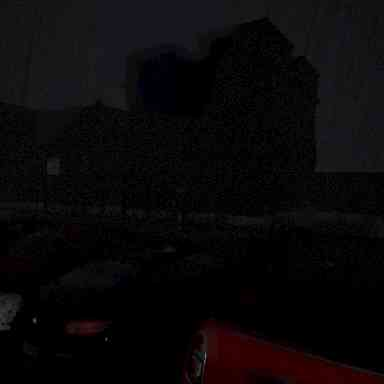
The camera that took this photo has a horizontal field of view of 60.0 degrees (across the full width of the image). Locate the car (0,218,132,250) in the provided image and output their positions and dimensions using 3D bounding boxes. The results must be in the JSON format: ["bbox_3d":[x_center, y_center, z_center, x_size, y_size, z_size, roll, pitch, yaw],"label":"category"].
[{"bbox_3d":[-2.648,1.450,7.043,2.097,1.535,5.008,1,0,35],"label":"car"}]

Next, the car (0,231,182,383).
[{"bbox_3d":[-0.382,1.507,5.416,2.002,1.452,4.674,1,0,35],"label":"car"}]

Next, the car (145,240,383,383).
[{"bbox_3d":[1.871,1.350,3.774,2.185,1.767,4.553,0,0,36],"label":"car"}]

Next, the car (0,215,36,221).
[{"bbox_3d":[-4.919,1.425,8.662,2.097,1.535,5.008,1,0,36],"label":"car"}]
